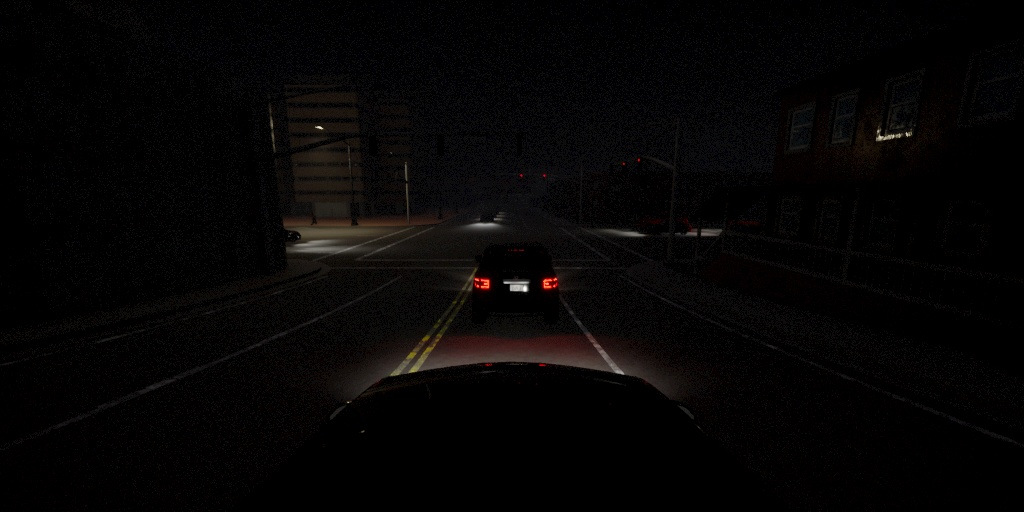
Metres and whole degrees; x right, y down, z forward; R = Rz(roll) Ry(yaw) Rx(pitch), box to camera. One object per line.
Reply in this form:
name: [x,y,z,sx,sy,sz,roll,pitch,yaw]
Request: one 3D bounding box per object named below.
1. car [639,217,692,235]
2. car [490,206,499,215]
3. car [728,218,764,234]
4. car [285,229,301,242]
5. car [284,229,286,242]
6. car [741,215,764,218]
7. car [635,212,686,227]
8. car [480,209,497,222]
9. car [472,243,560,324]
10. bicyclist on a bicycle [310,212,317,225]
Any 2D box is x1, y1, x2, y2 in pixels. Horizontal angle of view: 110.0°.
car: [15.953,-2.979,36.713,4.674,1.442,1.812,0,10,0]
car: [-3.739,-7.451,62.863,1.812,1.442,4.674,0,10,0]
car: [25.052,-2.902,36.725,4.718,1.301,1.895,0,10,0]
car: [-20.113,-1.807,29.619,4.892,1.490,1.837,0,10,0]
car: [-19.918,-1.232,26.175,4.902,1.511,2.128,0,10,0]
car: [26.423,-3.733,40.130,4.553,1.767,2.097,0,10,0]
car: [16.759,-3.868,40.117,5.566,2.045,2.150,0,10,0]
car: [-3.739,-5.882,54.116,1.895,1.301,4.718,0,10,0]
car: [0.061,0.602,10.736,2.150,2.045,5.566,0,4,-1]
bicyclist on a bicycle: [-25.388,-4.785,45.843,0.582,1.620,1.656,0,10,0]
